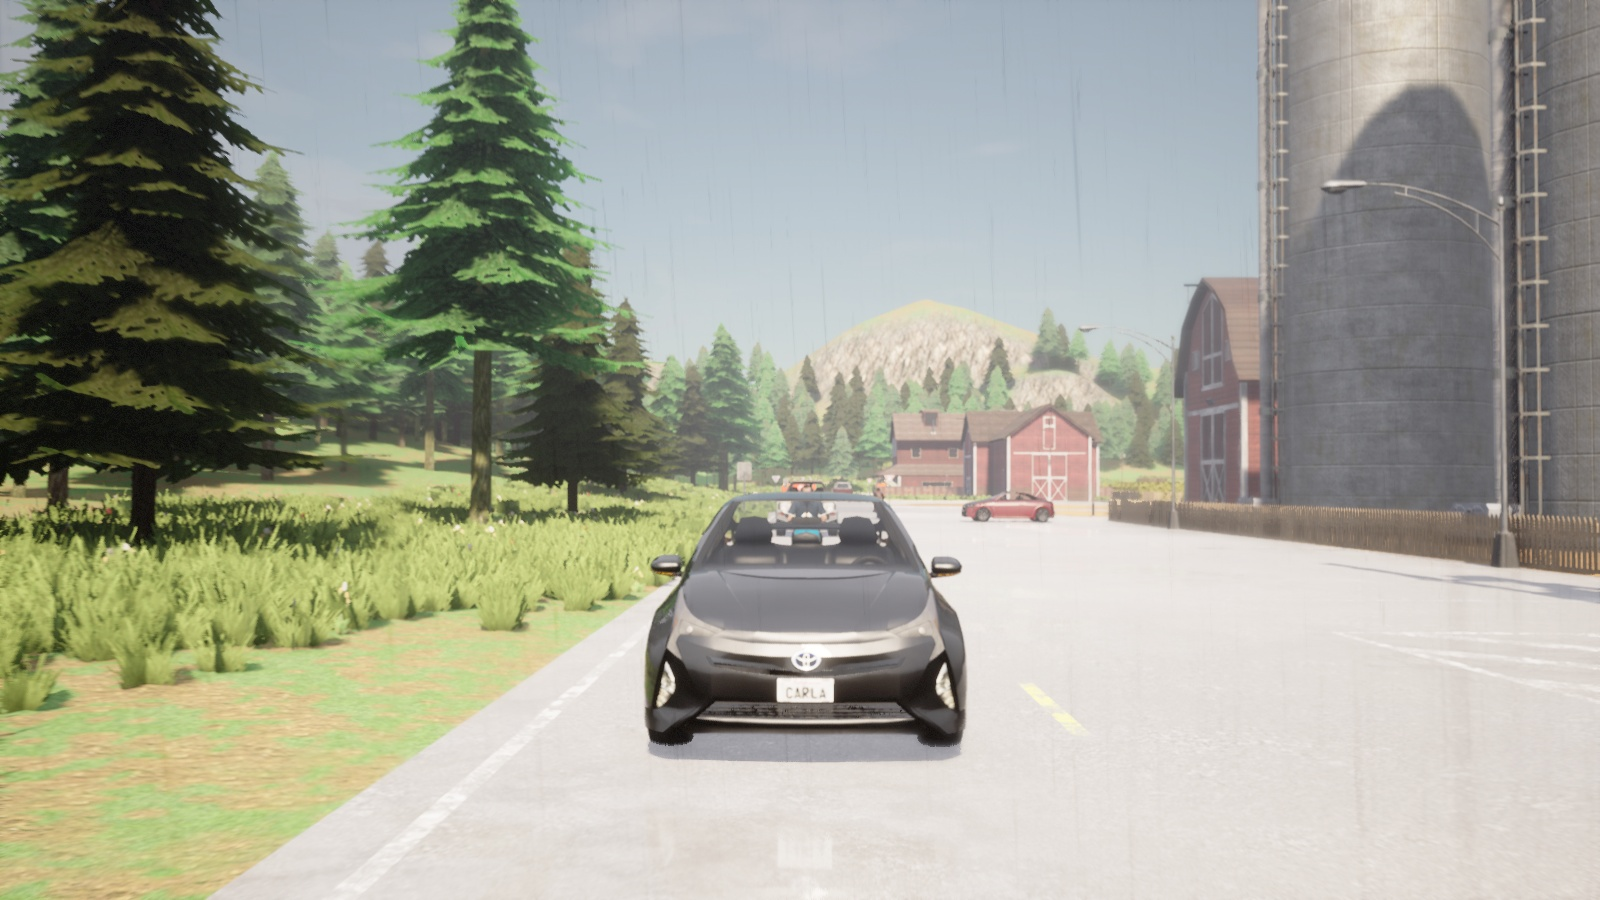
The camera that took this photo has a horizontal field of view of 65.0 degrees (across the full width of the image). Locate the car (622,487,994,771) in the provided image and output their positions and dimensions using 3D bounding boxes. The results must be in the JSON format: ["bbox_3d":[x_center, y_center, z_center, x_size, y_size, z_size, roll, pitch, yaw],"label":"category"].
[{"bbox_3d":[0.056,1.031,9.051,2.007,1.525,4.514,0,-2,0],"label":"car"}]

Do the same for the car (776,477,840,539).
[{"bbox_3d":[0.257,1.827,40.247,1.932,1.855,4.605,0,-2,0],"label":"car"}]
